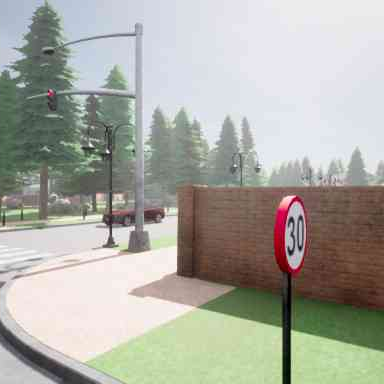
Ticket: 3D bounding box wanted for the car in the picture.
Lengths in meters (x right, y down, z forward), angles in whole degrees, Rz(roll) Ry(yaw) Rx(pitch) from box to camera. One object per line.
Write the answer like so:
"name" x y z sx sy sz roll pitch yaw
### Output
"car" -3.956 1.464 23.097 1.882 1.535 5.008 0 0 34
